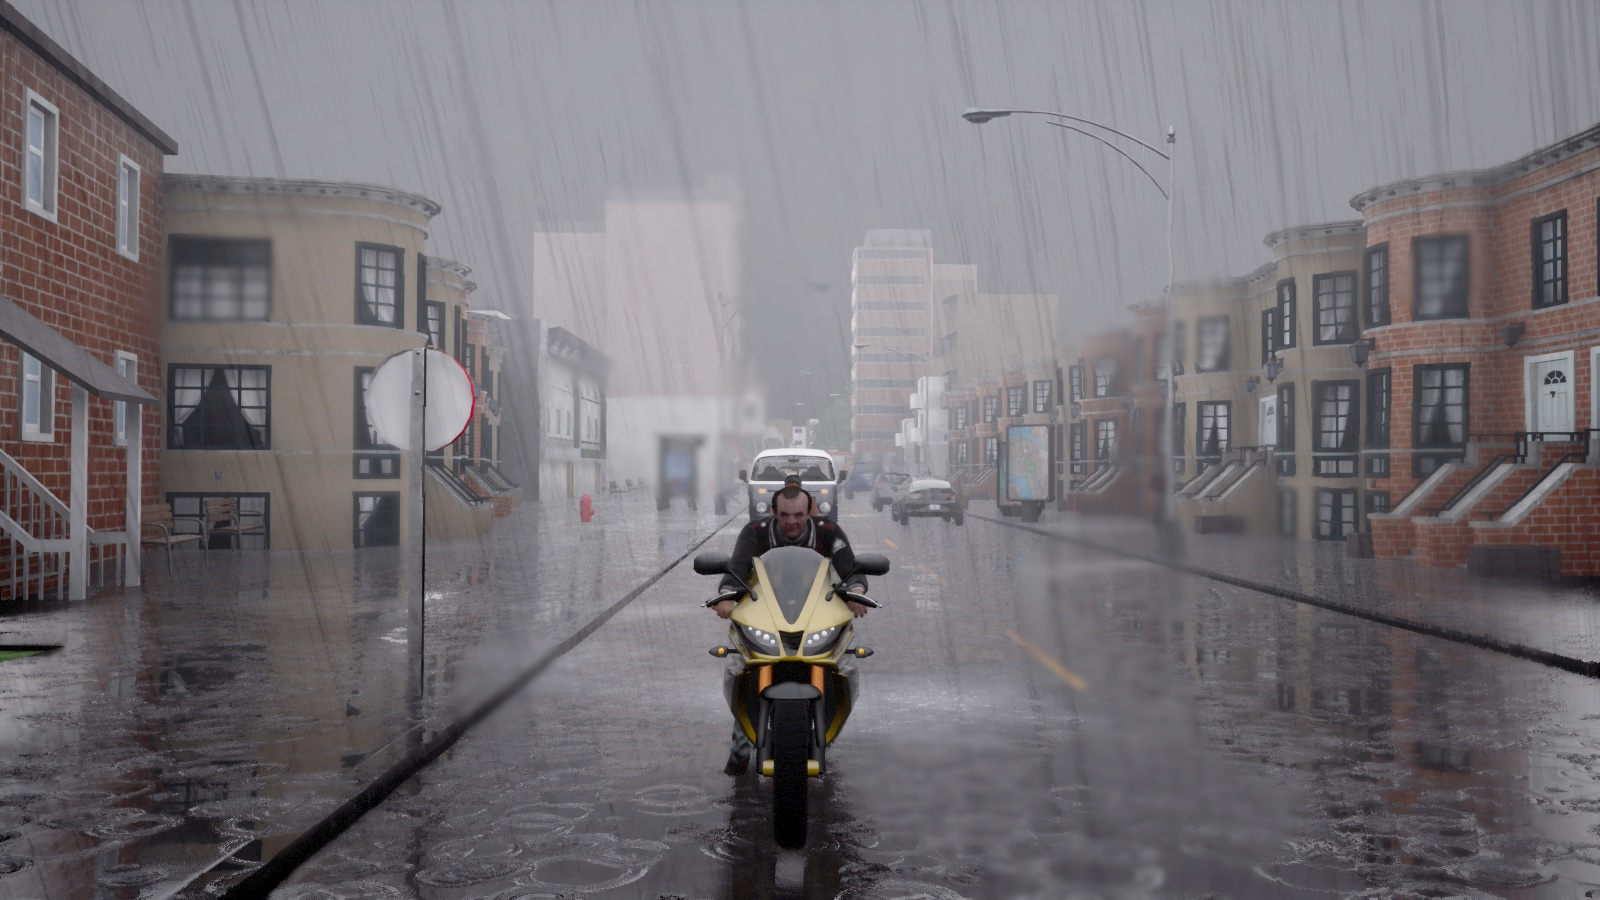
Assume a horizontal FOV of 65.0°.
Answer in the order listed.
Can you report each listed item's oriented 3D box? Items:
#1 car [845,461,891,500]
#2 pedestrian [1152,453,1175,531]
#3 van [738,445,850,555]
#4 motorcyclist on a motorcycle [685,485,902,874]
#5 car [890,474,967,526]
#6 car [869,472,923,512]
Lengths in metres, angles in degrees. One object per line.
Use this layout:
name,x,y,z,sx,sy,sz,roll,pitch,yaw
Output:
car,3.681,1.672,68.872,2.150,2.045,5.566,0,-1,0
pedestrian,8.741,0.995,30.217,0.376,1.854,0.720,0,-1,3
van,-0.124,0.969,25.717,2.069,2.038,4.480,0,-1,0
motorcyclist on a motorcycle,-0.034,0.953,6.143,0.866,1.530,2.191,0,-1,0
car,3.822,1.462,37.998,1.812,1.442,4.674,0,-1,0
car,3.770,1.645,49.659,1.845,1.501,3.633,0,-1,0
